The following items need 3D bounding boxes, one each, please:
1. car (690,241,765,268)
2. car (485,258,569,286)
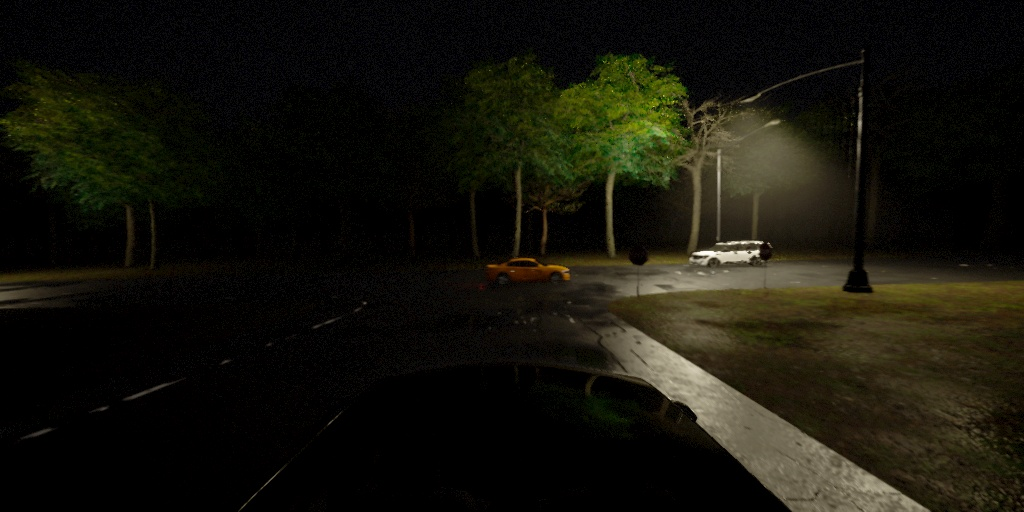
[{"bbox_3d":[17.208,-0.085,28.524,5.566,2.045,2.150,-3,4,0],"label":"car"},{"bbox_3d":[0.903,0.868,21.524,5.008,1.535,1.882,-1,3,0],"label":"car"}]
